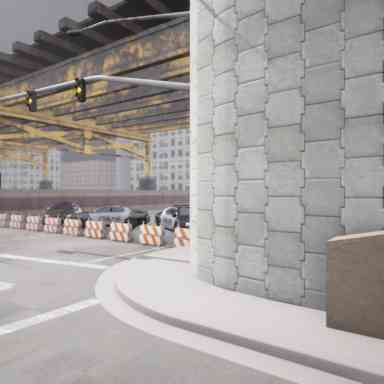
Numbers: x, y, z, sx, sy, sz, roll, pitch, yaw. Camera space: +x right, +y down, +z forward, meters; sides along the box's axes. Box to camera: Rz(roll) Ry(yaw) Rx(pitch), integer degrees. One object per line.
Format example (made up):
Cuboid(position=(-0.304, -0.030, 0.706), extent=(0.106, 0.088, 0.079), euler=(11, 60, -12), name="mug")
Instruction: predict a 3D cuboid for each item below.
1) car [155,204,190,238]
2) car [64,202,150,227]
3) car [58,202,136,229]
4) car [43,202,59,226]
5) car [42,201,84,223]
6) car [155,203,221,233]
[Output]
Cuboid(position=(-0.356, 1.452, 17.727), extent=(2.038, 1.542, 4.974), euler=(0, 0, -25), name="car")
Cuboid(position=(-5.072, 1.294, 20.314), extent=(4.536, 1.218, 1.853), euler=(0, 0, 0), name="car")
Cuboid(position=(-5.124, 1.452, 20.314), extent=(4.974, 1.542, 2.038), euler=(0, 0, 0), name="car")
Cuboid(position=(-8.818, 1.451, 23.069), extent=(2.038, 1.542, 4.974), euler=(0, 0, -10), name="car")
Cuboid(position=(-8.827, 1.294, 23.120), extent=(1.853, 1.218, 4.536), euler=(0, 0, -10), name="car")
Cuboid(position=(-0.378, 1.295, 17.774), extent=(1.853, 1.218, 4.536), euler=(0, 0, -25), name="car")
